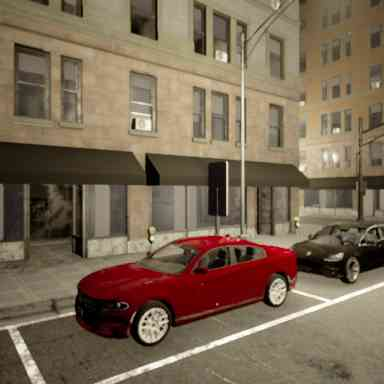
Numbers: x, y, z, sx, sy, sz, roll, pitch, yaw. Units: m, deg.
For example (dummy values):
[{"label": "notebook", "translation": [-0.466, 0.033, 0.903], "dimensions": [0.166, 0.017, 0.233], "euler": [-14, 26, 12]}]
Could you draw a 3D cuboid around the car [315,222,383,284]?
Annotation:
[{"label": "car", "translation": [4.558, 1.563, 9.603], "dimensions": [4.313, 1.339, 1.947], "euler": [0, 0, -36]}]

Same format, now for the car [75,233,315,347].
[{"label": "car", "translation": [0.126, 1.544, 6.327], "dimensions": [4.507, 1.381, 1.887], "euler": [0, 0, -36]}]
